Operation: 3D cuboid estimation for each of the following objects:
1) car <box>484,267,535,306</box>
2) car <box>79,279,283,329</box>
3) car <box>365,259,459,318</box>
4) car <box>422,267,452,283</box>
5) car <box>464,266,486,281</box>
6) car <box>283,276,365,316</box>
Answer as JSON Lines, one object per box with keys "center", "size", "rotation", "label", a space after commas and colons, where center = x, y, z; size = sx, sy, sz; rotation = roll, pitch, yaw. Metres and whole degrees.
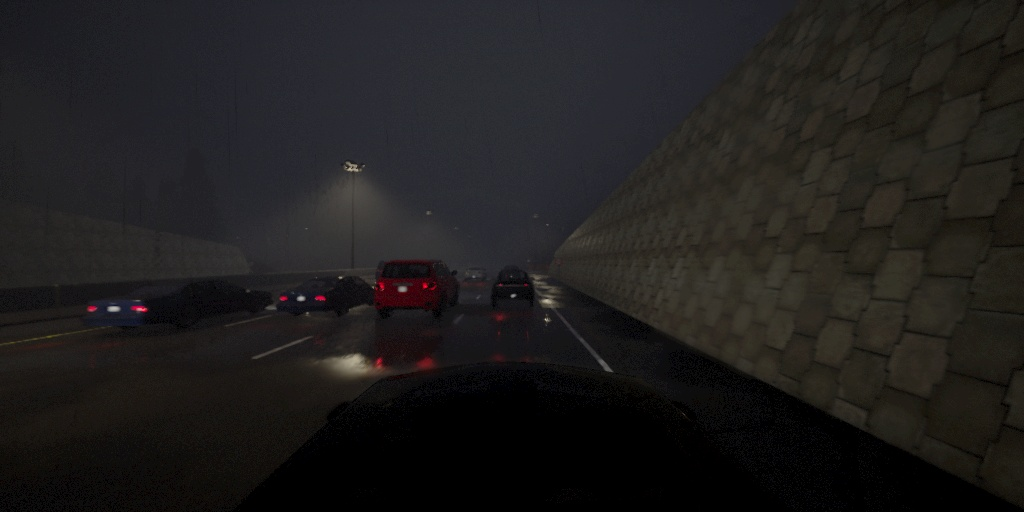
{"center": [0.038, 1.437, 16.885], "size": [2.128, 1.511, 4.902], "rotation": [0, -1, 0], "label": "car"}
{"center": [-10.431, 1.465, 11.898], "size": [2.033, 1.411, 5.357], "rotation": [0, -1, 0], "label": "car"}
{"center": [-3.448, 1.144, 13.938], "size": [2.150, 2.045, 5.566], "rotation": [0, 0, 0], "label": "car"}
{"center": [-7.049, 1.794, 34.264], "size": [1.895, 1.301, 4.718], "rotation": [0, -1, 0], "label": "car"}
{"center": [-3.560, 1.723, 35.559], "size": [1.812, 1.442, 4.674], "rotation": [0, -1, 0], "label": "car"}
{"center": [-6.949, 1.484, 14.311], "size": [2.033, 1.411, 5.357], "rotation": [0, -1, 0], "label": "car"}
